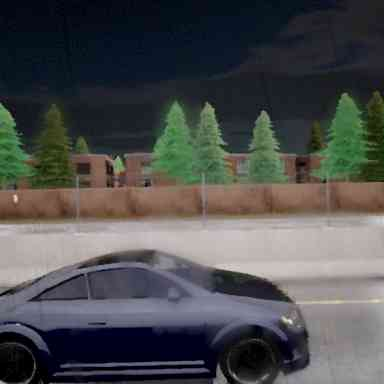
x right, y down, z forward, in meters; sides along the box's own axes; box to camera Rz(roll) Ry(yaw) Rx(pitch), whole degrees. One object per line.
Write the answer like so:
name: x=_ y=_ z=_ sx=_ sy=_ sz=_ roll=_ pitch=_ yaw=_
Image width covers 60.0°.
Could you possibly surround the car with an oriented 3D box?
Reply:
car: x=-0.613 y=1.551 z=4.630 sx=4.181 sy=1.385 sz=1.994 roll=-1 pitch=0 yaw=-1
